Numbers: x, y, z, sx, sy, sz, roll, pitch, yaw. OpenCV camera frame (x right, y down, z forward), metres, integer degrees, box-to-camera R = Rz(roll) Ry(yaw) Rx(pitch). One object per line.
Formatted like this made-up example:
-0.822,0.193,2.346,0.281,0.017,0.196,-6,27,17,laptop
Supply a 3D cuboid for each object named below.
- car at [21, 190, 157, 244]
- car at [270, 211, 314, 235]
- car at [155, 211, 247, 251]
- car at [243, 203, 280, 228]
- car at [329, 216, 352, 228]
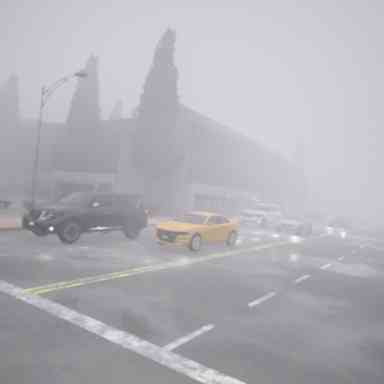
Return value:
-4.299,0.961,14.491,2.150,2.045,5.566,5,-1,35,car
8.127,2.493,26.261,1.812,1.442,4.674,5,0,35,car
0.378,1.646,15.133,1.882,1.535,5.008,5,-1,35,car
6.173,2.040,29.545,2.150,2.045,5.566,5,-1,35,car
18.194,3.618,40.603,1.895,1.301,4.718,5,-1,35,car
